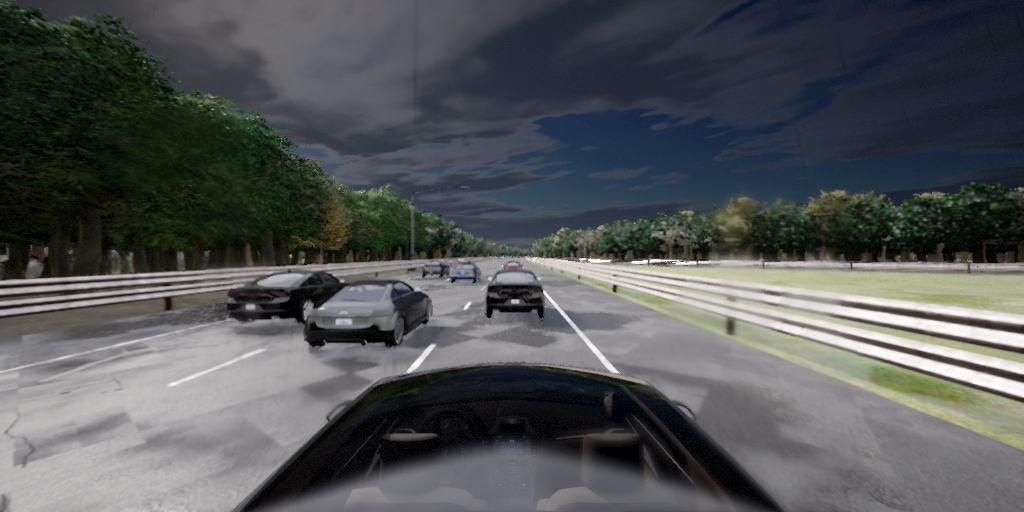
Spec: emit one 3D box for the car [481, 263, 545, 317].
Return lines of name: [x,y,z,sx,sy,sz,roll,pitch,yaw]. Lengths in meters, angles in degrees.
car: [0.099,1.201,13.151,1.882,1.535,5.008,0,0,0]

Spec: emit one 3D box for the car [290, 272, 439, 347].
car: [-3.404,1.297,9.268,1.994,1.385,4.181,0,0,0]

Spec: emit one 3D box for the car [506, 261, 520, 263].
car: [0.096,1.214,33.997,1.812,1.442,4.674,0,0,0]

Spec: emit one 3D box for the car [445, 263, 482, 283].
car: [-3.403,1.246,27.210,2.033,1.411,5.357,0,0,0]

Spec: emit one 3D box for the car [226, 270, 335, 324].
car: [-6.901,1.205,11.955,1.882,1.535,5.008,0,0,0]

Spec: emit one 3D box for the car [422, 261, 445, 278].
car: [-6.905,1.181,33.014,2.128,1.511,4.902,0,0,0]
